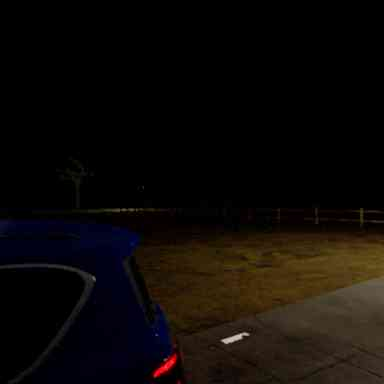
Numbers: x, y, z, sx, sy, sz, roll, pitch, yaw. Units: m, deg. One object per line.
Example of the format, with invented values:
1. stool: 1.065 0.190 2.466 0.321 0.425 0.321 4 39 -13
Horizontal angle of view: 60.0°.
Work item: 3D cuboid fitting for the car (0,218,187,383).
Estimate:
1. car: -2.605 1.221 1.199 5.566 2.045 2.150 0 0 -35
